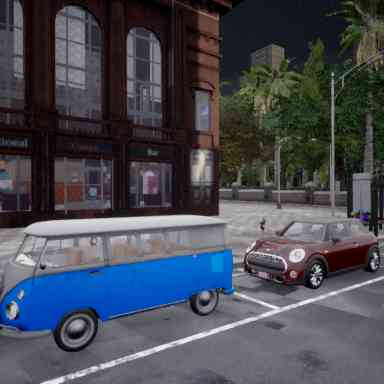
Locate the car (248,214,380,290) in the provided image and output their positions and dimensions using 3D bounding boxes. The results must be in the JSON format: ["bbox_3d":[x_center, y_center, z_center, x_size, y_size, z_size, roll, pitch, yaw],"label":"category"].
[{"bbox_3d":[3.298,1.439,9.048,4.097,1.590,1.967,0,0,-36],"label":"car"}]

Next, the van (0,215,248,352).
[{"bbox_3d":[-1.103,1.341,5.874,3.998,1.788,1.690,0,0,-36],"label":"van"}]
